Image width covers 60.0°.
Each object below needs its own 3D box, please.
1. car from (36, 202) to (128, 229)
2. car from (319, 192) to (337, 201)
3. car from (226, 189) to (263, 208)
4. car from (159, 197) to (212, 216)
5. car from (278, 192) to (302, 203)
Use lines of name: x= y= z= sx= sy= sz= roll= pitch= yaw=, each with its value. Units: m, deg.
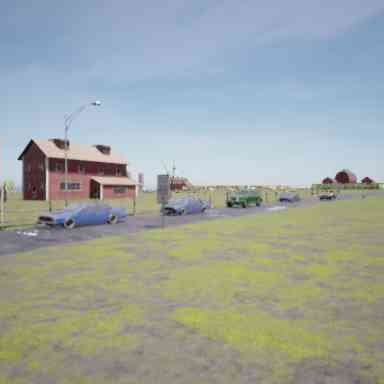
car: x=-6.398 y=1.298 z=20.070 sx=2.033 sy=1.411 sz=5.357 roll=1 pitch=1 yaw=37
car: x=22.502 y=0.705 z=54.812 sx=1.895 sy=1.301 sz=4.718 roll=1 pitch=1 yaw=36
car: x=5.902 y=0.665 z=36.934 sx=2.150 sy=2.045 sz=5.566 roll=1 pitch=1 yaw=36
car: x=-0.411 y=1.151 z=28.259 sx=2.033 sy=1.411 sz=5.357 roll=1 pitch=1 yaw=36
car: x=14.354 y=0.774 z=48.452 sx=2.033 sy=1.411 sz=5.357 roll=1 pitch=1 yaw=36
